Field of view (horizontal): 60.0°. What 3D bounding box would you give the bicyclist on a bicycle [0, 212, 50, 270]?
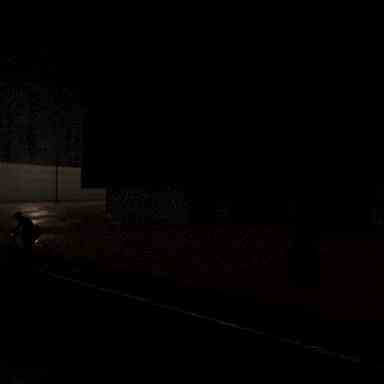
[{"bbox_3d":[-4.922,1.398,9.719,0.582,1.620,1.656,0,0,37],"label":"bicyclist on a bicycle"}]
